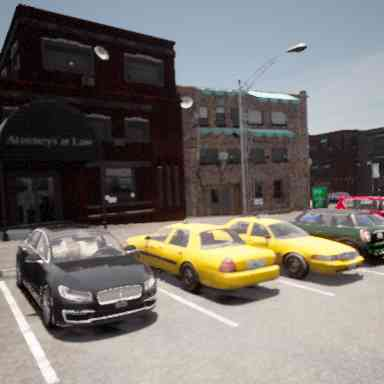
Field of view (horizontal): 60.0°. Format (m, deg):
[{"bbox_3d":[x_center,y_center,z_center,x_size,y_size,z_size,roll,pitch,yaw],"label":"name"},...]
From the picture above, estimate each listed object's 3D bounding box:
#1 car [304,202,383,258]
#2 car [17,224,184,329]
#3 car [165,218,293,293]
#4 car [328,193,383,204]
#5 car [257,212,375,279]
[{"bbox_3d":[4.787,1.410,12.377,2.185,1.767,4.553,0,0,-36],"label":"car"},{"bbox_3d":[-2.517,1.492,7.214,2.231,1.521,4.892,0,0,-35],"label":"car"},{"bbox_3d":[-0.127,1.505,9.138,1.946,1.575,5.366,0,0,-35],"label":"car"},{"bbox_3d":[9.486,1.245,15.730,2.435,2.045,5.566,-1,0,-35],"label":"car"},{"bbox_3d":[2.481,1.521,10.543,1.946,1.575,5.366,0,0,-36],"label":"car"}]
